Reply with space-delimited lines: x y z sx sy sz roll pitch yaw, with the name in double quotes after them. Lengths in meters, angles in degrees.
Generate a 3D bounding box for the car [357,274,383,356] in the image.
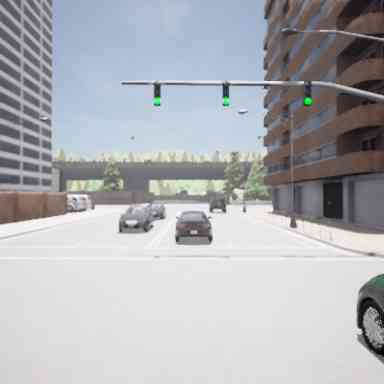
3.599 1.389 3.320 2.097 1.767 4.553 0 -1 0 "car"

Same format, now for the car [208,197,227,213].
3.493 1.718 45.527 2.150 2.045 5.566 0 0 0 "car"

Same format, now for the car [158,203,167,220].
-3.550 1.845 32.481 2.128 1.511 4.902 0 -1 1 "car"

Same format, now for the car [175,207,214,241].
0.082 1.718 17.638 1.812 1.442 4.674 0 -1 0 "car"

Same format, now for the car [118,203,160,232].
-3.606 1.733 22.078 2.128 1.511 4.902 0 -1 -1 "car"
